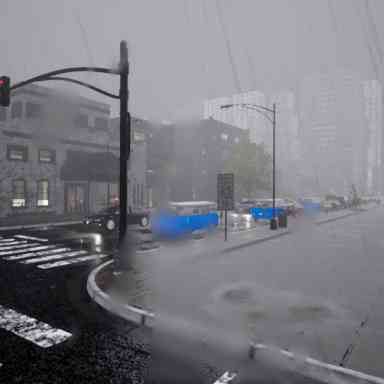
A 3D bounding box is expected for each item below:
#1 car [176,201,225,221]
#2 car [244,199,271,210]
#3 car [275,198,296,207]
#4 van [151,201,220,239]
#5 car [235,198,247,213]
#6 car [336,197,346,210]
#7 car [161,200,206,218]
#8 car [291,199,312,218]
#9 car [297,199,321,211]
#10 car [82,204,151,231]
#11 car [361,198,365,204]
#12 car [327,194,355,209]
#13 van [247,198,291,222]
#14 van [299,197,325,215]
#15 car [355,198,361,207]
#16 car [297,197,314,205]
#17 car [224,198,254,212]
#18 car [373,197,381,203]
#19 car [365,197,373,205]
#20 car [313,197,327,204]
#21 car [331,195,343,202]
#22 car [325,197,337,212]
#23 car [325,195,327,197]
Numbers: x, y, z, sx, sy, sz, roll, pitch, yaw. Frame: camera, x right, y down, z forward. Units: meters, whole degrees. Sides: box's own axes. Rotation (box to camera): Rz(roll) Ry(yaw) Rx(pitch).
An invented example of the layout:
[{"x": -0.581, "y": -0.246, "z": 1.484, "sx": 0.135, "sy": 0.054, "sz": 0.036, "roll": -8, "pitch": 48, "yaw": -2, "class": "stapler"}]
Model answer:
[{"x": 0.822, "y": 1.556, "z": 28.993, "sx": 1.837, "sy": 1.490, "sz": 4.892, "roll": 1, "pitch": 0, "yaw": 35, "class": "car"}, {"x": 8.912, "y": 1.631, "z": 45.056, "sx": 1.887, "sy": 1.381, "sz": 4.507, "roll": 0, "pitch": 0, "yaw": 35, "class": "car"}, {"x": 15.249, "y": 1.668, "z": 54.099, "sx": 1.887, "sy": 1.381, "sz": 4.507, "roll": 0, "pitch": 0, "yaw": 35, "class": "car"}, {"x": -0.079, "y": 1.408, "z": 17.621, "sx": 1.690, "sy": 1.788, "sz": 3.998, "roll": 0, "pitch": 0, "yaw": 35, "class": "van"}, {"x": 6.504, "y": 1.606, "z": 37.076, "sx": 1.812, "sy": 1.442, "sz": 4.674, "roll": 1, "pitch": 0, "yaw": 35, "class": "car"}, {"x": 18.933, "y": 1.730, "z": 44.753, "sx": 1.947, "sy": 1.339, "sz": 4.313, "roll": 0, "pitch": 0, "yaw": 35, "class": "car"}, {"x": -0.692, "y": 1.561, "z": 31.350, "sx": 1.752, "sy": 1.417, "sz": 4.829, "roll": 0, "pitch": 0, "yaw": 35, "class": "car"}, {"x": 9.426, "y": 1.657, "z": 31.187, "sx": 1.887, "sy": 1.381, "sz": 4.507, "roll": 0, "pitch": 0, "yaw": 35, "class": "car"}, {"x": 15.714, "y": 1.703, "z": 44.655, "sx": 1.994, "sy": 1.385, "sz": 4.181, "roll": 1, "pitch": 0, "yaw": 34, "class": "car"}, {"x": -4.641, "y": 1.530, "z": 21.199, "sx": 1.837, "sy": 1.490, "sz": 4.892, "roll": 1, "pitch": 0, "yaw": 35, "class": "car"}, {"x": 28.537, "y": 1.749, "z": 58.458, "sx": 1.752, "sy": 1.417, "sz": 4.829, "roll": 0, "pitch": 0, "yaw": 35, "class": "car"}, {"x": 22.103, "y": 1.498, "z": 49.276, "sx": 2.192, "sy": 1.841, "sz": 5.009, "roll": 0, "pitch": 0, "yaw": 35, "class": "car"}, {"x": 6.258, "y": 1.437, "z": 26.665, "sx": 1.690, "sy": 1.788, "sz": 3.998, "roll": 0, "pitch": 0, "yaw": 35, "class": "van"}, {"x": 12.596, "y": 1.470, "z": 35.709, "sx": 1.690, "sy": 1.788, "sz": 3.998, "roll": 0, "pitch": 0, "yaw": 35, "class": "van"}, {"x": 25.272, "y": 1.518, "z": 53.798, "sx": 2.192, "sy": 1.841, "sz": 5.009, "roll": 0, "pitch": 0, "yaw": 35, "class": "car"}, {"x": 21.587, "y": 1.708, "z": 63.143, "sx": 1.887, "sy": 1.381, "sz": 4.507, "roll": 0, "pitch": 0, "yaw": 35, "class": "car"}, {"x": 5.744, "y": 1.509, "z": 40.534, "sx": 1.967, "sy": 1.590, "sz": 4.097, "roll": 0, "pitch": 0, "yaw": 35, "class": "car"}, {"x": 44.284, "y": 1.901, "z": 80.929, "sx": 1.947, "sy": 1.339, "sz": 4.313, "roll": 0, "pitch": 0, "yaw": 35, "class": "car"}, {"x": 34.777, "y": 1.811, "z": 67.363, "sx": 1.887, "sy": 1.381, "sz": 4.507, "roll": 0, "pitch": 0, "yaw": 35, "class": "car"}, {"x": 27.827, "y": 1.731, "z": 72.047, "sx": 1.752, "sy": 1.417, "sz": 4.829, "roll": 0, "pitch": 0, "yaw": 35, "class": "car"}, {"x": 37.431, "y": 1.715, "z": 85.752, "sx": 1.967, "sy": 1.590, "sz": 4.097, "roll": 0, "pitch": 0, "yaw": 35, "class": "car"}, {"x": 15.862, "y": 1.672, "z": 40.371, "sx": 1.752, "sy": 1.417, "sz": 4.829, "roll": 0, "pitch": 0, "yaw": 35, "class": "car"}, {"x": 24.158, "y": 1.413, "z": 56.714, "sx": 2.150, "sy": 2.045, "sz": 5.566, "roll": 1, "pitch": 0, "yaw": 35, "class": "car"}]
